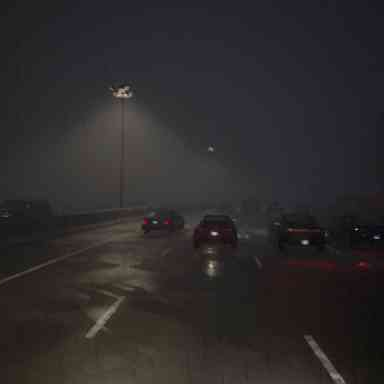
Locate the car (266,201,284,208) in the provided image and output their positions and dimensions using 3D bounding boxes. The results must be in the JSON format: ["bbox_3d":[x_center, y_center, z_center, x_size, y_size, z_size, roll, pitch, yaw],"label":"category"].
[{"bbox_3d":[11.533,2.049,45.900,2.097,1.767,4.553,0,-1,20],"label":"car"}]

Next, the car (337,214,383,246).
[{"bbox_3d":[8.308,1.810,16.742,1.812,1.442,4.674,0,-1,7],"label":"car"}]

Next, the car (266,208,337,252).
[{"bbox_3d":[4.601,1.729,15.111,2.128,1.511,4.902,0,-1,6],"label":"car"}]

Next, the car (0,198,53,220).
[{"bbox_3d":[-12.120,1.453,23.578,2.150,2.045,5.566,0,-1,9],"label":"car"}]

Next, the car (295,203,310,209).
[{"bbox_3d":[15.628,2.307,47.126,1.994,1.385,4.181,0,-1,20],"label":"car"}]

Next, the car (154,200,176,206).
[{"bbox_3d":[-4.646,2.308,63.017,2.128,1.511,4.902,0,-1,22],"label":"car"}]

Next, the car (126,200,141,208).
[{"bbox_3d":[-11.097,2.280,65.690,1.882,1.535,5.008,0,-1,22],"label":"car"}]

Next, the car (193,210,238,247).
[{"bbox_3d":[1.219,1.793,16.316,1.994,1.385,4.181,0,-1,7],"label":"car"}]

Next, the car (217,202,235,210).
[{"bbox_3d":[5.045,2.166,48.659,1.882,1.535,5.008,0,-1,19],"label":"car"}]

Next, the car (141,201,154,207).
[{"bbox_3d":[-7.503,2.422,65.290,1.895,1.301,4.718,0,-1,23],"label":"car"}]

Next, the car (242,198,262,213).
[{"bbox_3d":[8.781,1.938,48.753,2.150,2.045,5.566,0,-1,20],"label":"car"}]

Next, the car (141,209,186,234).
[{"bbox_3d":[-1.703,1.823,21.392,2.033,1.411,5.357,0,-1,9],"label":"car"}]

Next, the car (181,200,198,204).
[{"bbox_3d":[-0.520,2.328,63.763,1.882,1.535,5.008,0,-1,24],"label":"car"}]
